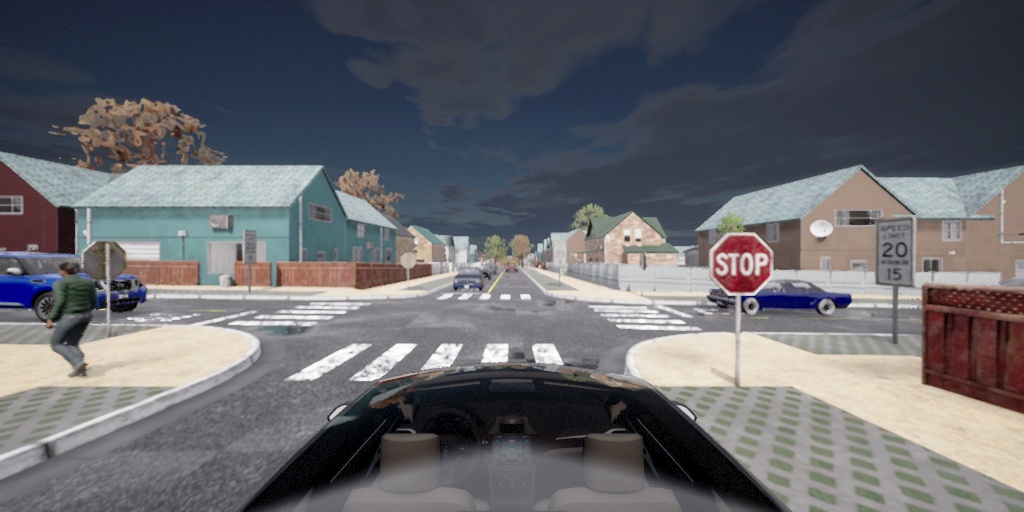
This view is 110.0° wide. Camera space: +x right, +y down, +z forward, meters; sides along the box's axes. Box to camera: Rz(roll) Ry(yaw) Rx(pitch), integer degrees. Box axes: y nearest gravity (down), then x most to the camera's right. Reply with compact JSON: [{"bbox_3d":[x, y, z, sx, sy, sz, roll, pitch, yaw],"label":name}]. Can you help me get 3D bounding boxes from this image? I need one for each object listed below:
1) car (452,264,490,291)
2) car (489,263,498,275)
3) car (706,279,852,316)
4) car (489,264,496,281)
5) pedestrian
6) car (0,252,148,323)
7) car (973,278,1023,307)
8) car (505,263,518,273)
[{"bbox_3d":[-2.807,1.497,24.262,2.033,1.411,5.357,0,-1,-2],"label":"car"},{"bbox_3d":[-2.863,1.735,47.550,1.837,1.490,4.892,0,-1,0],"label":"car"},{"bbox_3d":[10.481,1.591,14.348,4.718,1.301,1.895,1,0,-1],"label":"car"},{"bbox_3d":[-2.870,1.664,34.709,1.895,1.301,4.718,0,-1,0],"label":"car"},{"bbox_3d":[-6.681,0.924,5.469,0.375,1.860,0.375,-1,0,0],"label":"pedestrian"},{"bbox_3d":[-15.124,0.894,11.403,5.566,2.045,2.150,1,0,0],"label":"car"},{"bbox_3d":[21.248,1.616,14.394,5.008,1.535,1.882,1,0,0],"label":"car"},{"bbox_3d":[-0.034,1.889,56.276,1.812,1.442,4.674,0,-1,0],"label":"car"}]
